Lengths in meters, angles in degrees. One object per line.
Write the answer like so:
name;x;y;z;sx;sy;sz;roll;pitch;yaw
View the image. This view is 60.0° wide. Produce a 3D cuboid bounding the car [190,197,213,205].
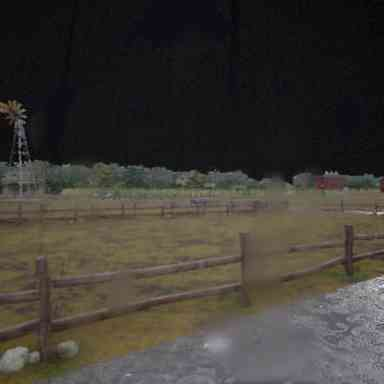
car;1.697;1.732;64.507;2.033;1.411;5.357;-1;1;-35
